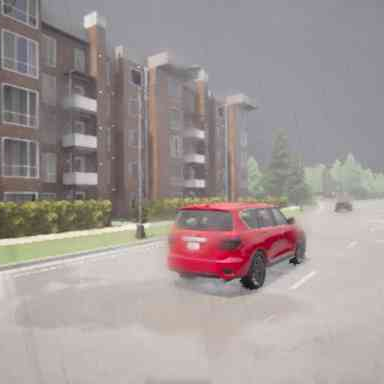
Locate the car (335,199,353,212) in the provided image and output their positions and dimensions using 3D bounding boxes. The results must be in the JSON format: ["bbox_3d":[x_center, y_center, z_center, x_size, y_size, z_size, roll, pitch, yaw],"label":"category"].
[{"bbox_3d":[19.771,1.748,43.334,1.837,1.490,4.892,0,0,29],"label":"car"}]

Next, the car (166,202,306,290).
[{"bbox_3d":[1.558,1.306,9.681,2.150,2.045,5.566,-1,0,35],"label":"car"}]
